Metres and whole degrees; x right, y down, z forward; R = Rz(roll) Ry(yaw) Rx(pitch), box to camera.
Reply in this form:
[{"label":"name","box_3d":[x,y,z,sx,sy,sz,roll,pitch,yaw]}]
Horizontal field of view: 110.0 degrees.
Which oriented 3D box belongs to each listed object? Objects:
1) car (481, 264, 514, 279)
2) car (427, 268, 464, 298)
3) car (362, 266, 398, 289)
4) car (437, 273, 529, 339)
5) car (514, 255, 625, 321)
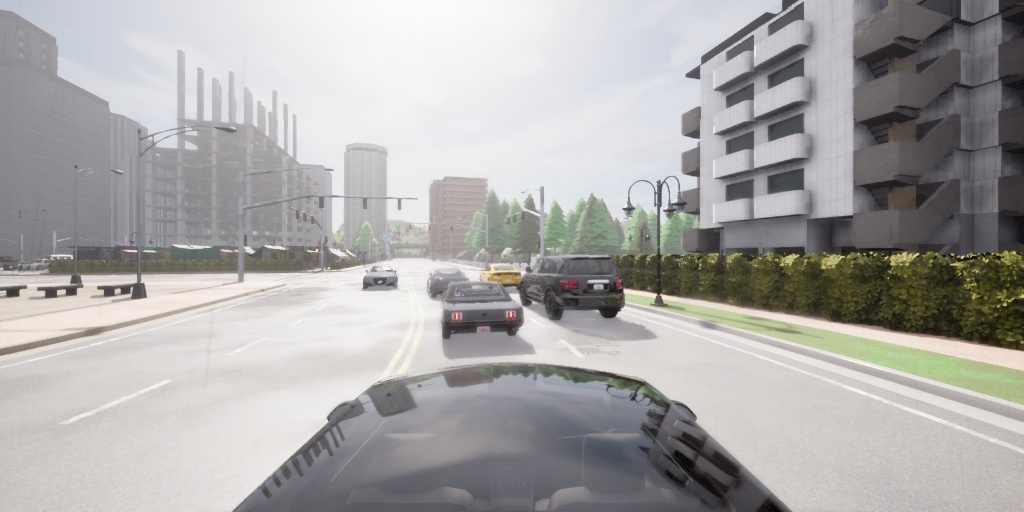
[{"label":"car","box_3d":[-0.797,1.228,22.382,1.882,1.535,5.008,0,0,-14]},{"label":"car","box_3d":[-3.323,1.314,18.624,1.994,1.385,4.181,0,0,-16]},{"label":"car","box_3d":[-8.300,1.330,22.856,1.994,1.385,4.181,0,0,-17]},{"label":"car","box_3d":[-1.078,1.351,10.157,1.895,1.301,4.718,0,0,-12]},{"label":"car","box_3d":[1.858,0.971,12.799,2.150,2.045,5.566,0,0,-13]}]
